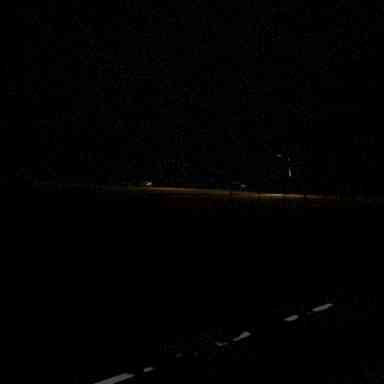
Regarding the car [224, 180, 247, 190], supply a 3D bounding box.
[{"bbox_3d":[9.040,-1.382,69.655,2.150,2.045,5.566,1,2,-36],"label":"car"}]
